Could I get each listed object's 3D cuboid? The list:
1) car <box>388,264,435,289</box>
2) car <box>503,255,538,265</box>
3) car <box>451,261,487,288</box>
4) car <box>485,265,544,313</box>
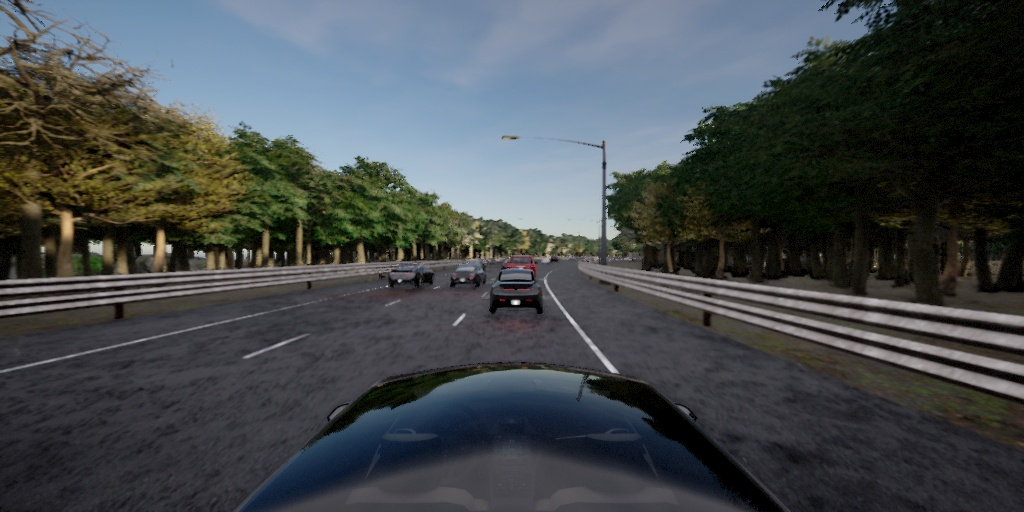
[{"bbox_3d":[-6.404,1.236,23.357,2.128,1.511,4.902,0,0,3],"label":"car"},{"bbox_3d":[0.779,0.981,27.540,2.150,2.045,5.566,0,0,3],"label":"car"},{"bbox_3d":[-2.859,1.277,24.033,1.812,1.442,4.674,0,0,3],"label":"car"},{"bbox_3d":[0.195,1.260,14.088,1.837,1.490,4.892,0,0,2],"label":"car"}]
